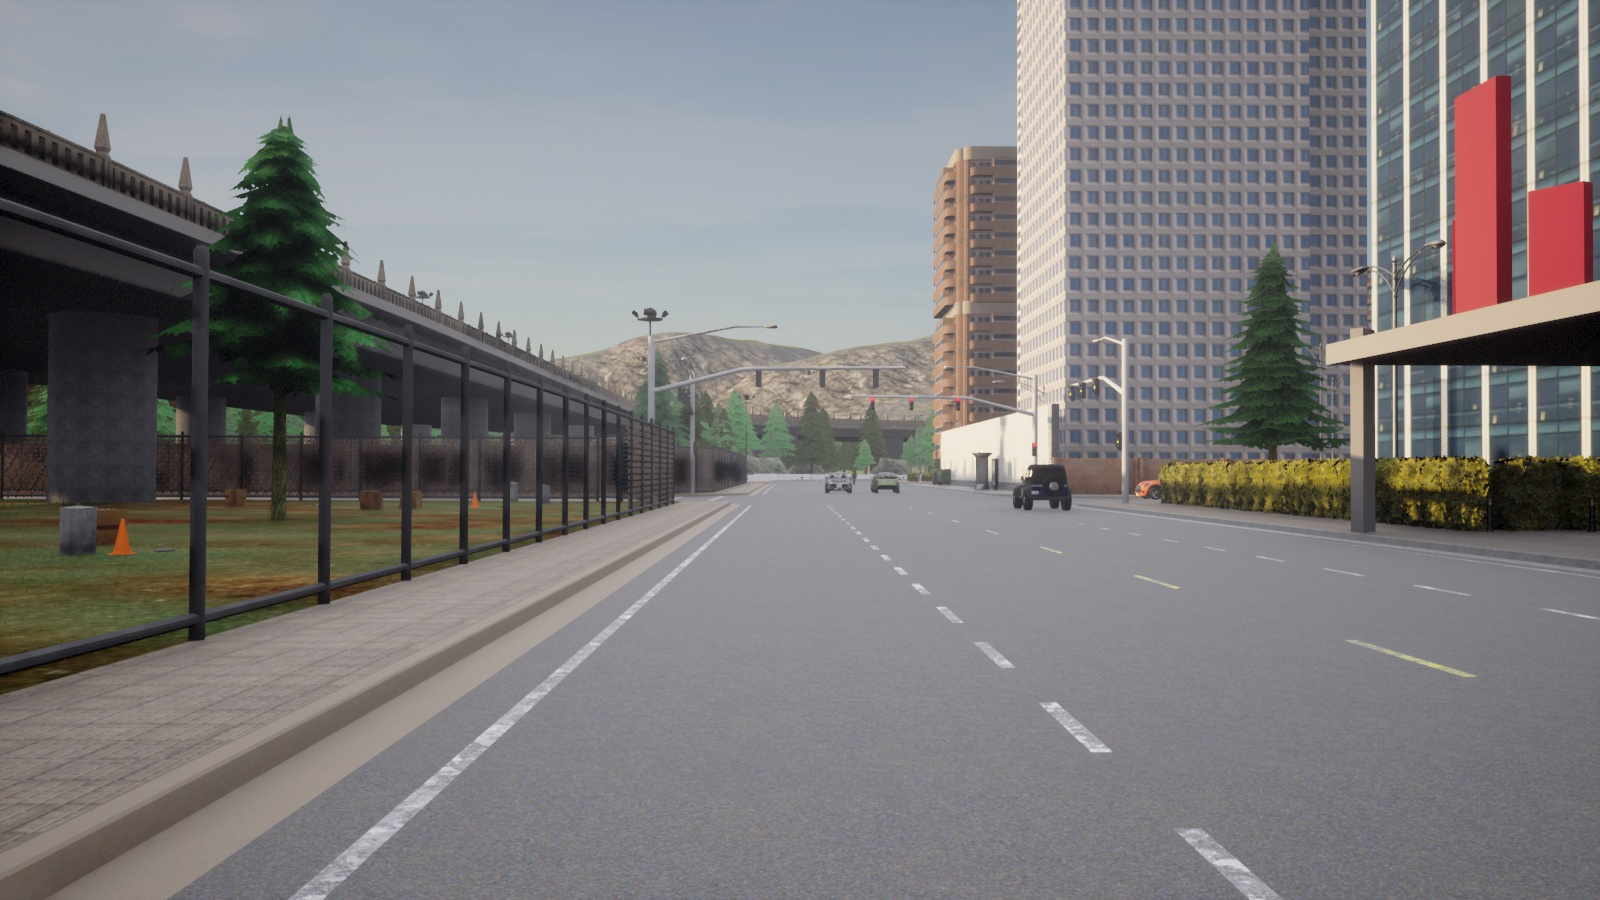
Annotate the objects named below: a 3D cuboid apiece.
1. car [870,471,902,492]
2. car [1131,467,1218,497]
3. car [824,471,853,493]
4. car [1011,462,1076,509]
[{"bbox_3d":[6.261,2.287,92.174,2.007,1.525,4.514,0,-1,-1],"label":"car"},{"bbox_3d":[22.442,1.906,75.347,4.553,1.767,2.097,0,-1,-1],"label":"car"},{"bbox_3d":[2.771,2.293,90.594,1.970,1.475,3.806,0,-1,0],"label":"car"},{"bbox_3d":[10.080,1.449,52.216,1.905,1.878,3.866,0,-1,0],"label":"car"}]
